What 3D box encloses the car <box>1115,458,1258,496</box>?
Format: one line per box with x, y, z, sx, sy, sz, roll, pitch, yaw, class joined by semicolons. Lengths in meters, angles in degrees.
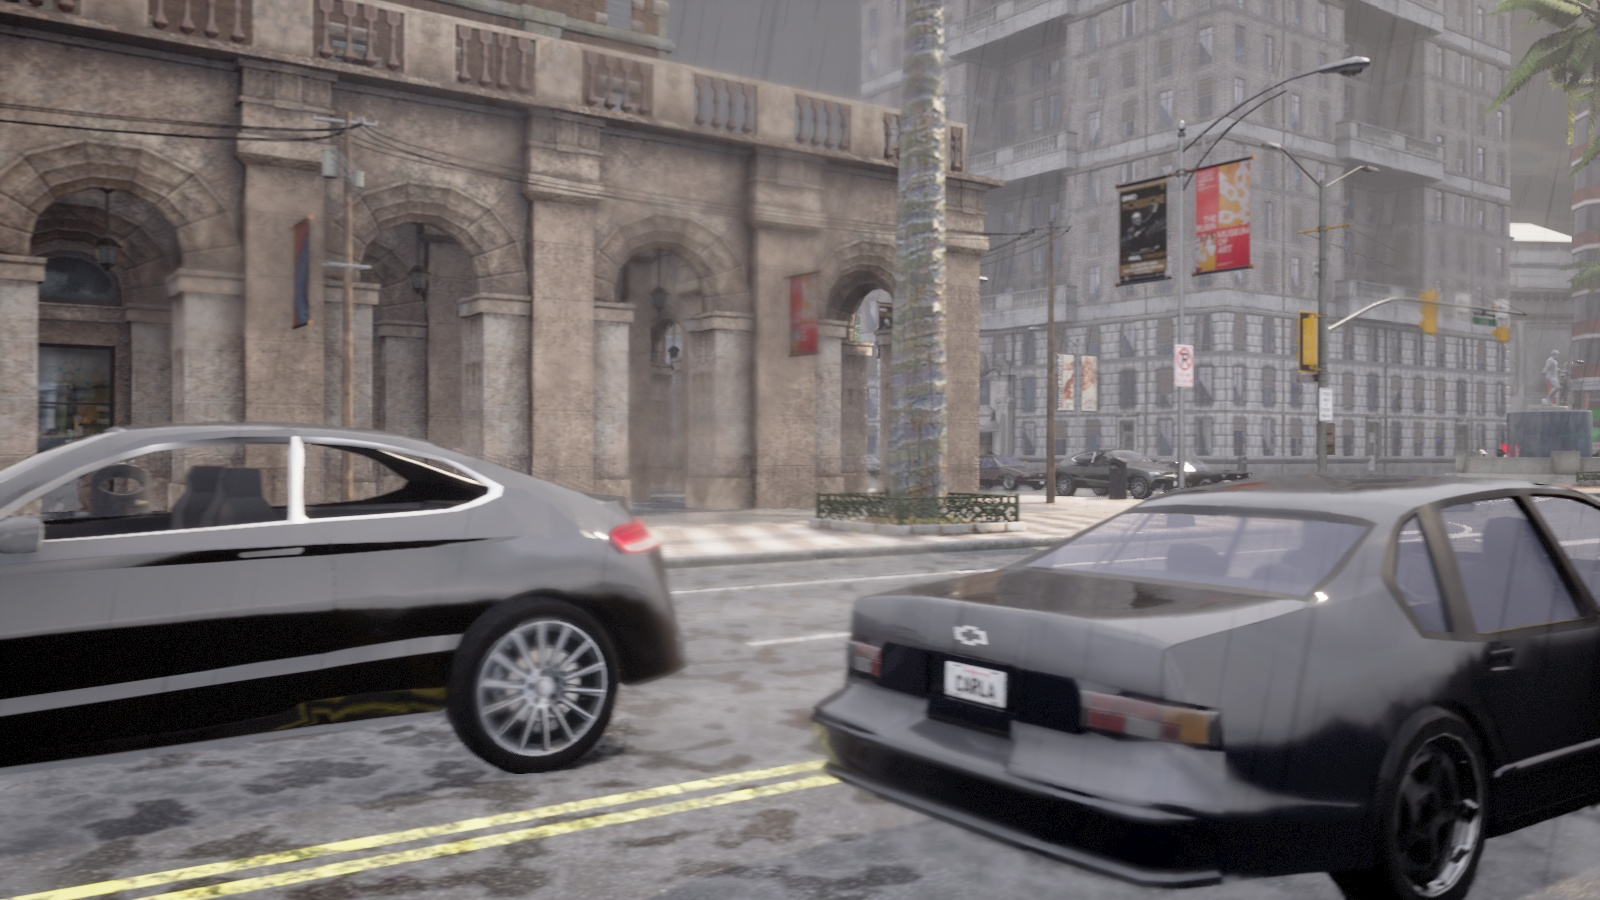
13.734;0.927;44.897;1.895;1.301;4.718;0;0;-35;car

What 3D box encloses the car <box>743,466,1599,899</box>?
2.566;0.800;5.449;5.357;1.411;2.033;0;0;-35;car

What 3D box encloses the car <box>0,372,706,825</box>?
-3.151;0.544;5.731;5.027;1.651;2.152;0;0;-35;car

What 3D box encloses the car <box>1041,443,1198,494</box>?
10.827;0.606;42.919;2.152;1.651;5.027;0;0;-35;car

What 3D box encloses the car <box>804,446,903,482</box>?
2.541;0.668;60.818;2.152;1.651;5.027;0;0;-35;car

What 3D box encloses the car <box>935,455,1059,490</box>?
8.210;0.905;52.775;2.033;1.411;5.357;0;0;-35;car
